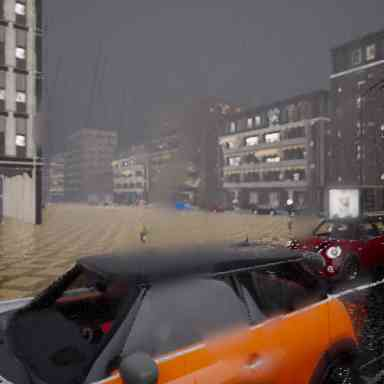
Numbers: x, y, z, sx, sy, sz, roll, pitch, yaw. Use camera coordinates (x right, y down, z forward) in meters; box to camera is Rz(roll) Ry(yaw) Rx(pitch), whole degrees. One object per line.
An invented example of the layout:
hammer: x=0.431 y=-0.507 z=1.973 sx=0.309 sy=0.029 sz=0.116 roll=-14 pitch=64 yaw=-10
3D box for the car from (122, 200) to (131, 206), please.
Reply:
car: x=-16.530 y=3.010 z=90.599 sx=1.947 sy=1.339 sz=4.313 roll=-1 pitch=0 yaw=-36

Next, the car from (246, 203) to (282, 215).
car: x=9.227 y=2.187 z=40.494 sx=2.008 sy=1.369 sz=4.403 roll=-1 pitch=0 yaw=-36

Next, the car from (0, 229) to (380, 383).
car: x=-0.527 y=1.360 z=3.001 sx=4.553 sy=1.767 sz=2.097 roll=0 pitch=0 yaw=-35

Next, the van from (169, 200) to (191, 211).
van: x=-1.769 y=2.252 z=55.857 sx=1.690 sy=1.788 sz=3.998 roll=-1 pitch=0 yaw=-36

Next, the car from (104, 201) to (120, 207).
car: x=-20.055 y=2.918 z=81.176 sx=2.008 sy=1.369 sz=4.403 roll=-1 pitch=0 yaw=-36

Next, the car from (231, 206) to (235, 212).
car: x=4.728 y=2.365 z=51.400 sx=1.994 sy=1.385 sz=4.181 roll=0 pitch=-1 yaw=-36

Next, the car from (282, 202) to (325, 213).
car: x=12.492 y=2.106 z=35.983 sx=2.008 sy=1.369 sz=4.403 roll=-1 pitch=0 yaw=-36

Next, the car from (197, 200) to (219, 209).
car: x=3.062 y=2.396 z=63.533 sx=1.967 sy=1.590 sz=4.097 roll=-1 pitch=0 yaw=-36

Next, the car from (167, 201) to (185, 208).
car: x=-3.469 y=2.700 z=72.553 sx=1.802 sy=1.307 sz=4.206 roll=-1 pitch=0 yaw=-36

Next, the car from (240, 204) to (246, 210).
car: x=9.655 y=2.375 z=54.553 sx=1.802 sy=1.307 sz=4.206 roll=-1 pitch=0 yaw=-36

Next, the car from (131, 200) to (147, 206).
car: x=-13.267 y=2.803 z=86.088 sx=1.967 sy=1.590 sz=4.097 roll=-1 pitch=0 yaw=-36

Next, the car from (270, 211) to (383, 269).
car: x=4.429 y=1.504 z=9.723 sx=4.097 sy=1.590 sz=1.967 roll=0 pitch=-1 yaw=-35

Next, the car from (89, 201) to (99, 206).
car: x=-26.585 y=3.076 z=90.199 sx=1.887 sy=1.381 sz=4.507 roll=-1 pitch=0 yaw=-36

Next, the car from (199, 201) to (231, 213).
car: x=3.149 y=2.332 z=48.970 sx=1.887 sy=1.381 sz=4.507 roll=-1 pitch=0 yaw=-36
